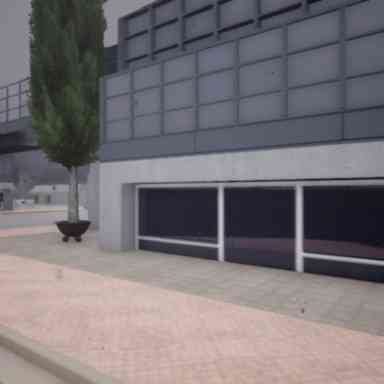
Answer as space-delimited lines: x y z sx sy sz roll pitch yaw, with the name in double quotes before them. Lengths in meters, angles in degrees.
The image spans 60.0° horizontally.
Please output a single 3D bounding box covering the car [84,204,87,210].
"car" -11.140 1.605 40.897 1.994 1.385 4.181 0 0 36
